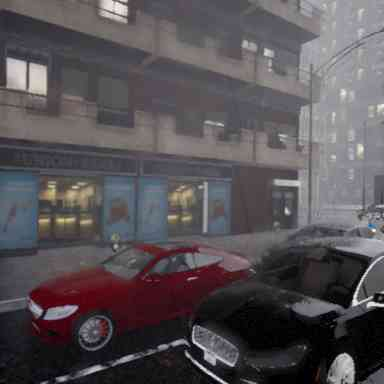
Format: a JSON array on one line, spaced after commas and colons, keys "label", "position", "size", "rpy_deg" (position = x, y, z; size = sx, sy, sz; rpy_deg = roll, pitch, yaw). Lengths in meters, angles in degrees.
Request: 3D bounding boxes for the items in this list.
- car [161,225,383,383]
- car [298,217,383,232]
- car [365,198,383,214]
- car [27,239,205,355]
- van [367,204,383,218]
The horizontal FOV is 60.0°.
[{"label": "car", "position": [2.166, 1.501, 4.915], "size": [4.892, 1.490, 1.837], "rpy_deg": [0, 0, -35]}, {"label": "car", "position": [3.857, 1.558, 9.256], "size": [4.313, 1.339, 1.947], "rpy_deg": [0, 1, -35]}, {"label": "car", "position": [20.502, 1.463, 34.458], "size": [1.967, 1.590, 4.097], "rpy_deg": [1, -1, -35]}, {"label": "car", "position": [-0.652, 1.580, 6.038], "size": [4.206, 1.307, 1.802], "rpy_deg": [0, 1, -35]}, {"label": "van", "position": [8.272, 1.328, 12.609], "size": [3.998, 1.788, 1.690], "rpy_deg": [0, 1, -35]}]
